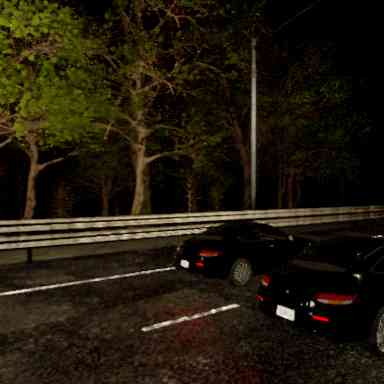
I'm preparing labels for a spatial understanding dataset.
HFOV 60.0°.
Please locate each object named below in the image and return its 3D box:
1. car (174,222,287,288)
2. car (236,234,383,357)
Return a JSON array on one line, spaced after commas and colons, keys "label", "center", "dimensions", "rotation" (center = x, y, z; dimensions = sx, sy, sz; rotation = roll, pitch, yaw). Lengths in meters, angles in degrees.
[{"label": "car", "center": [1.697, 1.557, 9.288], "dimensions": [4.674, 1.442, 1.812], "rotation": [0, 0, -36]}, {"label": "car", "center": [3.192, 1.553, 6.050], "dimensions": [4.674, 1.442, 1.812], "rotation": [0, 0, -36]}]
